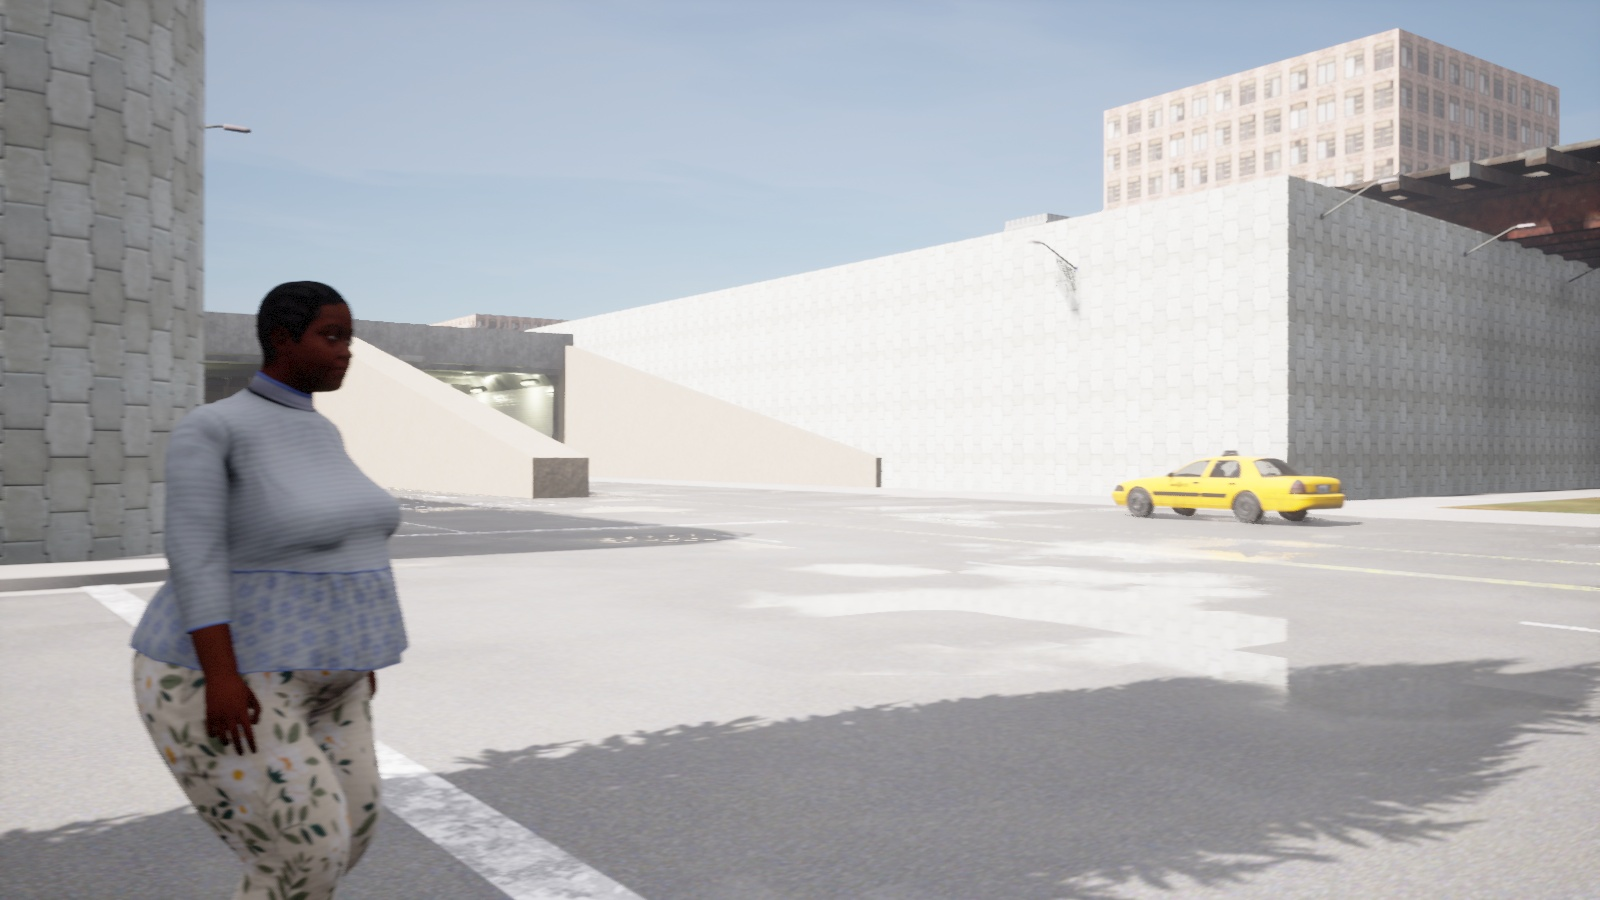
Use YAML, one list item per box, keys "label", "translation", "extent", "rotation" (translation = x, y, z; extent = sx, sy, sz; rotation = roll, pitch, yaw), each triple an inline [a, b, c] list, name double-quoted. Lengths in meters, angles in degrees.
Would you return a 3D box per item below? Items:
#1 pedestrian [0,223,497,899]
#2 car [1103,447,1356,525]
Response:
- label: "pedestrian"
  translation: [-1.318, 0.500, 2.908]
  extent: [0.900, 1.855, 0.874]
  rotation: [0, 0, 13]
- label: "car"
  translation: [9.448, 0.733, 28.131]
  extent: [1.801, 1.575, 5.366]
  rotation: [0, 0, -34]
